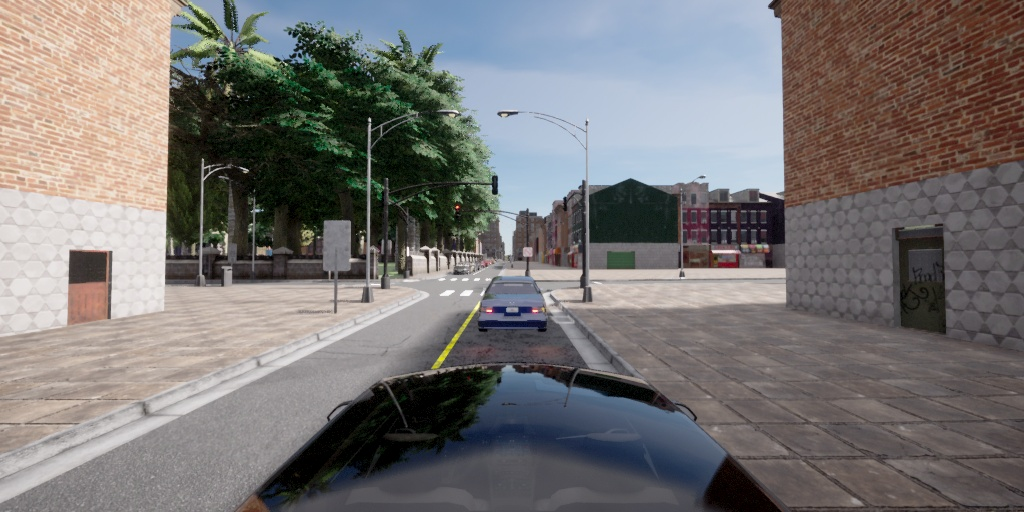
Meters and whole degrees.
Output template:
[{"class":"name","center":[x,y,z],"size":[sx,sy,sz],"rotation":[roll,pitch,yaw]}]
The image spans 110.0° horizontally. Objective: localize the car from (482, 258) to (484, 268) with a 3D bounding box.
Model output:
[{"class":"car","center":[-5.561,1.371,52.581],"size":[1.948,1.339,4.313],"rotation":[0,0,0]}]

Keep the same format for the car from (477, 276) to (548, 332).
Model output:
[{"class":"car","center":[0.028,1.301,10.850],"size":[2.033,1.411,5.357],"rotation":[0,0,0]}]

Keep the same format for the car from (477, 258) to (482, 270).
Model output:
[{"class":"car","center":[-5.522,1.344,47.131],"size":[2.007,1.370,4.403],"rotation":[0,0,0]}]

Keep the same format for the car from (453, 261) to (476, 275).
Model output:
[{"class":"car","center":[-5.497,1.333,39.996],"size":[2.007,1.370,4.403],"rotation":[0,0,0]}]

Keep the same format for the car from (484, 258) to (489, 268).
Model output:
[{"class":"car","center":[-5.640,1.416,63.481],"size":[1.802,1.307,4.207],"rotation":[0,0,0]}]
